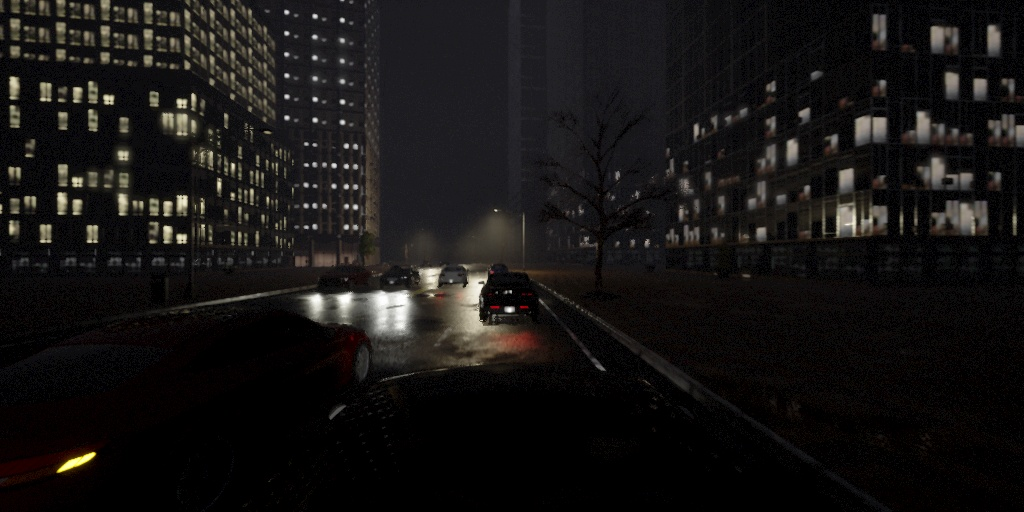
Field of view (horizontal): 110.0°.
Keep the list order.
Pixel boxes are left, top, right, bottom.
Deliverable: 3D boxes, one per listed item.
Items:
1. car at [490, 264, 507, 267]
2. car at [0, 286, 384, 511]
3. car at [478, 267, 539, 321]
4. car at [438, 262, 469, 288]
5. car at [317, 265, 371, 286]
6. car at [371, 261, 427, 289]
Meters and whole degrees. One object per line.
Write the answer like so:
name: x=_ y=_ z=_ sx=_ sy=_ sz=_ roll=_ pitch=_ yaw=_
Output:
car: x=-1.222 y=1.397 z=31.874 sx=2.033 sy=1.411 sz=5.357 roll=0 pitch=0 yaw=-5
car: x=-3.201 y=1.287 z=3.996 sx=1.812 sy=1.442 sz=4.674 roll=0 pitch=0 yaw=0
car: x=-0.140 y=1.289 z=12.654 sx=1.837 sy=1.490 sz=4.892 roll=0 pitch=0 yaw=-2
car: x=-3.974 y=1.355 z=24.817 sx=1.812 sy=1.442 sz=4.674 roll=0 pitch=0 yaw=-4
car: x=-10.566 y=1.310 z=22.966 sx=1.882 sy=1.535 sz=5.008 roll=0 pitch=0 yaw=-4
car: x=-7.375 y=1.323 z=23.974 sx=2.128 sy=1.511 sz=4.902 roll=0 pitch=0 yaw=-4
